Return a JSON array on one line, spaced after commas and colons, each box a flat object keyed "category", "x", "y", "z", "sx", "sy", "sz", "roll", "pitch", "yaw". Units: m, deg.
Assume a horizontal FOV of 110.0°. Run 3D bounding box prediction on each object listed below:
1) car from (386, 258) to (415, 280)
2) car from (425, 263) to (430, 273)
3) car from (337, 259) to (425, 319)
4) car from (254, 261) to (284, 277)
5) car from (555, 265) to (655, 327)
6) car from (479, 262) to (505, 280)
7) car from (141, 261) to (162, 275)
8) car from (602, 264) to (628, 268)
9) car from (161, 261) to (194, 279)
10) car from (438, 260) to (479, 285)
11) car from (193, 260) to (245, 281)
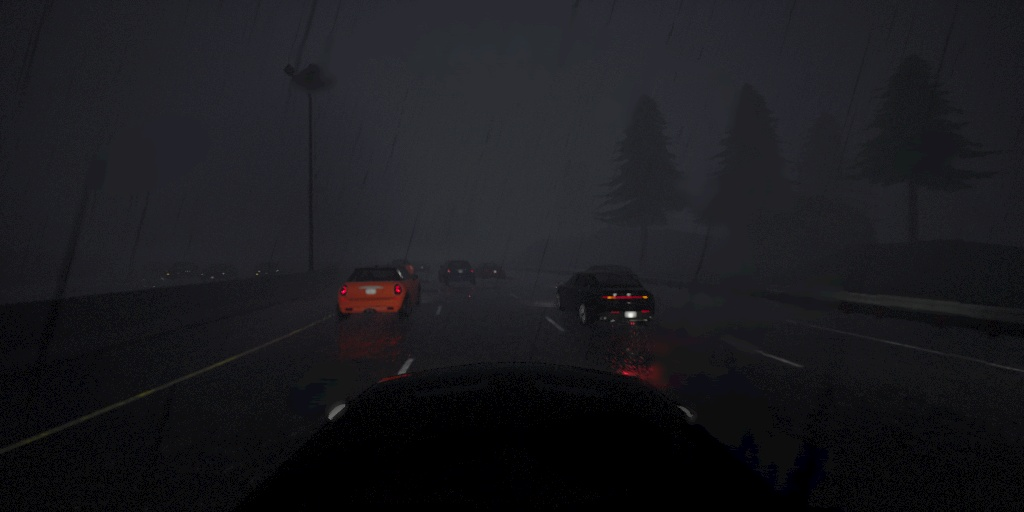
[{"category": "car", "x": -10.068, "y": 1.053, "z": 32.091, "sx": 2.097, "sy": 1.767, "sz": 4.553, "roll": 0, "pitch": 0, "yaw": -22}, {"category": "car", "x": -11.020, "y": 1.240, "z": 41.764, "sx": 1.994, "sy": 1.385, "sz": 4.181, "roll": 0, "pitch": 0, "yaw": -29}, {"category": "car", "x": -4.567, "y": 1.088, "z": 12.953, "sx": 2.097, "sy": 1.767, "sz": 4.553, "roll": 0, "pitch": 0, "yaw": -8}, {"category": "car", "x": -22.294, "y": 1.256, "z": 33.017, "sx": 1.837, "sy": 1.490, "sz": 4.892, "roll": 0, "pitch": 0, "yaw": -28}, {"category": "car", "x": 2.702, "y": 1.214, "z": 11.411, "sx": 1.837, "sy": 1.490, "sz": 4.892, "roll": 0, "pitch": 0, "yaw": -7}, {"category": "car", "x": -2.036, "y": 1.234, "z": 30.778, "sx": 1.994, "sy": 1.385, "sz": 4.181, "roll": 0, "pitch": 0, "yaw": -20}, {"category": "car", "x": -40.509, "y": 1.311, "z": 40.771, "sx": 1.837, "sy": 1.490, "sz": 4.892, "roll": 0, "pitch": 0, "yaw": -42}, {"category": "car", "x": 4.958, "y": 1.180, "z": 19.151, "sx": 1.837, "sy": 1.490, "sz": 4.892, "roll": 0, "pitch": 0, "yaw": -11}, {"category": "car", "x": -30.709, "y": 1.291, "z": 33.622, "sx": 1.837, "sy": 1.490, "sz": 4.892, "roll": 0, "pitch": 0, "yaw": -33}, {"category": "car", "x": -4.076, "y": 1.047, "z": 25.953, "sx": 2.097, "sy": 1.767, "sz": 4.553, "roll": 0, "pitch": 0, "yaw": -18}, {"category": "car", "x": -24.981, "y": 1.317, "z": 30.791, "sx": 2.033, "sy": 1.411, "sz": 5.357, "roll": 0, "pitch": 0, "yaw": -27}]
